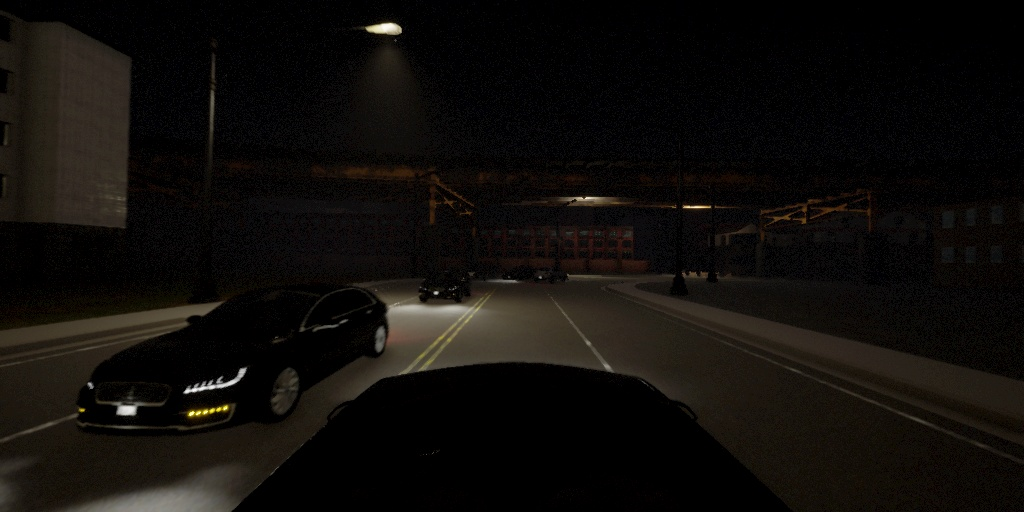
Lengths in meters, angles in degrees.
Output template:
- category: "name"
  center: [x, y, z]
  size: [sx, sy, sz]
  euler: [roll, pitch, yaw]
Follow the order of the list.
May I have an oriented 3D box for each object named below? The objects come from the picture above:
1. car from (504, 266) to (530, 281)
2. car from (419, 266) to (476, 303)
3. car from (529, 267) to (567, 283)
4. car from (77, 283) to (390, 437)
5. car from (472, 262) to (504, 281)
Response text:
- category: "car"
  center: [1.227, 1.767, 37.395]
  size: [2.033, 1.411, 5.357]
  euler: [1, -1, 35]
- category: "car"
  center: [-3.213, 1.401, 17.989]
  size: [1.837, 1.490, 4.892]
  euler: [1, -1, 2]
- category: "car"
  center: [3.764, 1.757, 34.721]
  size: [1.812, 1.442, 4.674]
  euler: [0, -1, 30]
- category: "car"
  center: [-3.562, 1.241, 5.822]
  size: [1.837, 1.490, 4.892]
  euler: [1, -1, 2]
- category: "car"
  center: [-2.459, 1.184, 28.753]
  size: [2.128, 1.511, 4.902]
  euler: [1, -1, 12]
